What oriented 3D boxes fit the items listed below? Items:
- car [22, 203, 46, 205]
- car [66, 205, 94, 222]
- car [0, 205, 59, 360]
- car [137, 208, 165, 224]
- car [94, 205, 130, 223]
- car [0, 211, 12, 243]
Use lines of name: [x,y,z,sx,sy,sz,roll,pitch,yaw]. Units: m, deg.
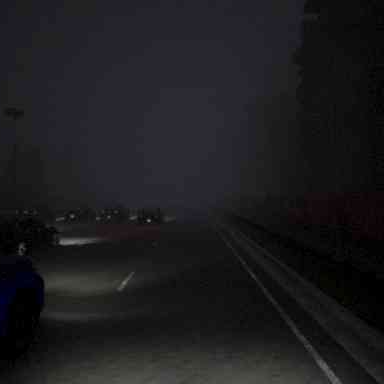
car: [-13.912,1.779,29.961,2.097,1.767,4.553,0,-1,0]
car: [-10.423,1.972,31.241,1.812,1.442,4.674,0,-1,0]
car: [-3.431,1.269,2.960,2.150,2.045,5.566,0,0,0]
car: [-3.411,2.010,28.626,1.895,1.301,4.718,0,-1,0]
car: [-6.912,1.923,30.225,2.128,1.511,4.902,0,-1,0]
car: [-10.407,1.703,14.782,2.128,1.511,4.902,0,-1,0]
